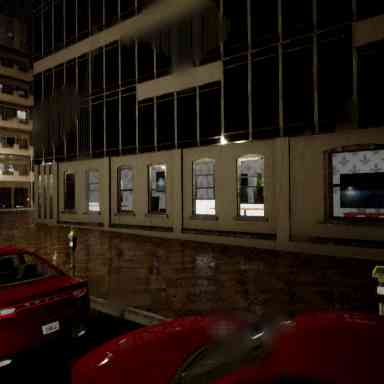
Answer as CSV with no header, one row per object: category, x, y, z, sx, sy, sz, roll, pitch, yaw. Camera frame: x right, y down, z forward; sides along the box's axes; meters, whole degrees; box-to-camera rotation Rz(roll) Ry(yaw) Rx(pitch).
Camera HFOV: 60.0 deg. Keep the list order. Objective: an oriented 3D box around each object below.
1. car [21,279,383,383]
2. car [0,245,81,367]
car,1.016,1.545,2.158,4.507,1.381,1.887,0,-1,35
car,-3.561,1.546,5.414,4.507,1.381,1.887,0,-1,35
